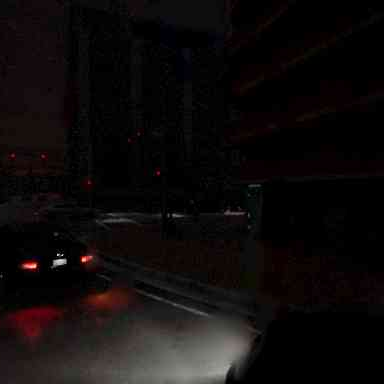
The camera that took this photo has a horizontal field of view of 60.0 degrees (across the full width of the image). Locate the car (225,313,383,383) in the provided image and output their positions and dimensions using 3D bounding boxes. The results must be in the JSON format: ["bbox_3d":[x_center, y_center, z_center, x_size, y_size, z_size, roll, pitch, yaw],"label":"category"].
[{"bbox_3d":[2.827,1.547,2.052,5.357,1.411,2.033,0,0,35],"label":"car"}]

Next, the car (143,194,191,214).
[{"bbox_3d":[-2.541,1.277,36.529,5.566,2.045,2.150,0,0,-22],"label":"car"}]

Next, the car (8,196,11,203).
[{"bbox_3d":[-39.625,1.537,70.462,2.033,1.411,5.357,0,0,-23],"label":"car"}]

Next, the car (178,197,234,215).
[{"bbox_3d":[1.448,1.560,34.393,4.892,1.490,1.837,0,0,-22],"label":"car"}]

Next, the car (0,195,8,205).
[{"bbox_3d":[-35.236,1.351,60.078,2.097,1.767,4.553,0,0,-23],"label":"car"}]

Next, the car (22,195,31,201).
[{"bbox_3d":[-40.150,1.525,80.691,2.128,1.511,4.902,0,0,-23],"label":"car"}]

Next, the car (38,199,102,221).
[{"bbox_3d":[-9.609,1.555,26.517,4.674,1.442,1.812,0,0,-5],"label":"car"}]

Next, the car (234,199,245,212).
[{"bbox_3d":[6.614,1.560,40.320,4.892,1.490,1.837,0,0,-22],"label":"car"}]

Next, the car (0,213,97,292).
[{"bbox_3d":[-4.390,1.547,9.074,2.033,1.411,5.357,0,0,-39],"label":"car"}]

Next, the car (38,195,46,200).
[{"bbox_3d":[-37.061,1.540,82.373,2.033,1.411,5.357,0,0,-23],"label":"car"}]
